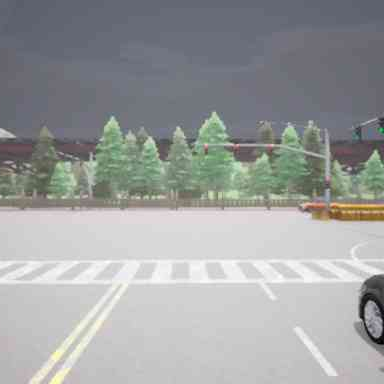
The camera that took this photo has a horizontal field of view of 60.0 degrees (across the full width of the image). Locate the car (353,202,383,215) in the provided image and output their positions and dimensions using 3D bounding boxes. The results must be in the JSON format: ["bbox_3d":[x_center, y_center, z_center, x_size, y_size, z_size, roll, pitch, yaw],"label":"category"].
[{"bbox_3d":[20.176,1.785,35.960,4.718,1.301,1.895,0,0,-2],"label":"car"}]

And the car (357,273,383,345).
[{"bbox_3d":[3.613,1.524,3.545,1.837,1.490,4.892,0,0,1],"label":"car"}]

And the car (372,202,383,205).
[{"bbox_3d":[19.806,1.730,32.448,4.181,1.385,1.994,0,0,-2],"label":"car"}]

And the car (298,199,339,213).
[{"bbox_3d":[14.919,1.555,39.302,4.553,1.767,2.097,0,0,-2],"label":"car"}]
